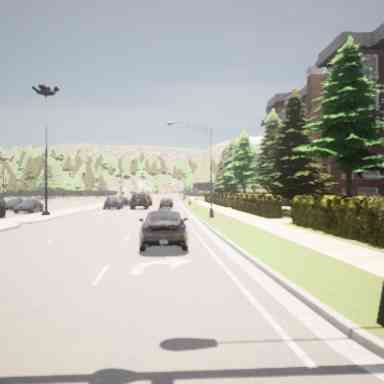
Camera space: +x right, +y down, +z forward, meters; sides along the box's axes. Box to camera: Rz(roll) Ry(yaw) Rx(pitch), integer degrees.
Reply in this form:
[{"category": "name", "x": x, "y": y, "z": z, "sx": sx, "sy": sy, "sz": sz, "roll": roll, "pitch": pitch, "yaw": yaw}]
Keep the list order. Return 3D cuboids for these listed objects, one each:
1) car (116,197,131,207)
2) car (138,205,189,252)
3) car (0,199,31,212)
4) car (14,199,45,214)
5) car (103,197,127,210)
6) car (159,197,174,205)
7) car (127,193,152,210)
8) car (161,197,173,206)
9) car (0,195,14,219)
[{"category": "car", "x": -11.114, "y": 1.540, "z": 54.303, "sx": 1.837, "sy": 1.490, "sz": 4.892, "roll": 0, "pitch": 0, "yaw": -4}, {"category": "car", "x": -1.188, "y": 1.506, "z": 14.009, "sx": 1.837, "sy": 1.490, "sz": 4.892, "roll": 0, "pitch": 0, "yaw": -5}, {"category": "car", "x": -21.779, "y": 1.609, "z": 41.095, "sx": 1.812, "sy": 1.442, "sz": 4.674, "roll": 0, "pitch": 0, "yaw": -4}, {"category": "car", "x": -17.986, "y": 1.594, "z": 37.000, "sx": 1.812, "sy": 1.442, "sz": 4.674, "roll": 0, "pitch": 0, "yaw": -3}, {"category": "car", "x": -10.422, "y": 1.386, "z": 44.399, "sx": 2.097, "sy": 1.767, "sz": 4.553, "roll": 0, "pitch": 0, "yaw": -4}, {"category": "car", "x": -3.451, "y": 1.496, "z": 45.062, "sx": 2.128, "sy": 1.511, "sz": 4.902, "roll": 0, "pitch": 0, "yaw": -4}, {"category": "car", "x": -6.884, "y": 1.241, "z": 43.959, "sx": 2.150, "sy": 2.045, "sz": 5.566, "roll": 0, "pitch": 0, "yaw": -4}, {"category": "car", "x": -4.153, "y": 1.569, "z": 55.104, "sx": 1.994, "sy": 1.385, "sz": 4.181, "roll": 0, "pitch": 0, "yaw": -4}, {"category": "car", "x": -17.298, "y": 1.289, "z": 27.320, "sx": 2.150, "sy": 2.045, "sz": 5.566, "roll": 0, "pitch": 0, "yaw": -3}]
